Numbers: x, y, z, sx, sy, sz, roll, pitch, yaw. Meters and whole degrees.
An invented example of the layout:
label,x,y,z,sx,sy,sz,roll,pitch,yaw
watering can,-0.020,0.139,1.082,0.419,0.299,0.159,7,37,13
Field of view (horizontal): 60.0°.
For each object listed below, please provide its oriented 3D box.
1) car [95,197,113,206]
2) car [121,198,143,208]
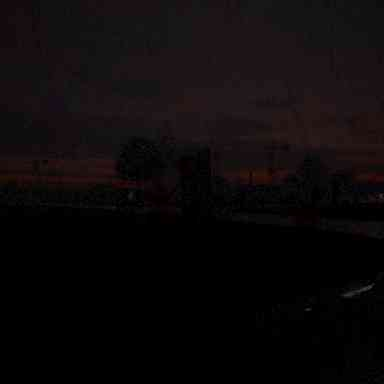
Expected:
label,x,y,z,sx,sy,sz,roll,pitch,yaw
car,-15.482,1.708,58.467,1.882,1.535,5.008,-1,0,-36
car,-8.963,1.601,49.524,1.812,1.442,4.674,-1,0,-35
